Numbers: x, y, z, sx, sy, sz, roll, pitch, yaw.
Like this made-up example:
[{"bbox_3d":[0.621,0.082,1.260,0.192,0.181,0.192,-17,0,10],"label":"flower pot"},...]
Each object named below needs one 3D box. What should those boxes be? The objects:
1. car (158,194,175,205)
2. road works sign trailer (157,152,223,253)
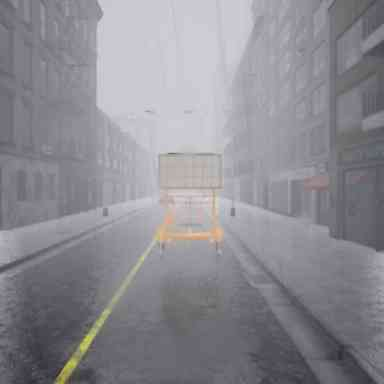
[{"bbox_3d":[-3.330,0.982,44.391,1.994,1.385,4.181,0,1,0],"label":"car"},{"bbox_3d":[-0.071,0.286,12.750,2.380,3.560,2.880,0,1,0],"label":"road works sign trailer"}]
